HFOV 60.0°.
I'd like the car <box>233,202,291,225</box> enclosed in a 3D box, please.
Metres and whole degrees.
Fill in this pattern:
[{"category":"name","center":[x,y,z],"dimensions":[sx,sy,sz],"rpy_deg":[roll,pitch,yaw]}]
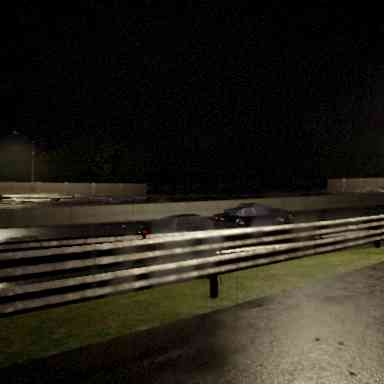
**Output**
[{"category":"car","center":[3.962,1.659,22.419],"dimensions":[5.357,1.411,2.033],"rpy_deg":[-2,1,-19]}]

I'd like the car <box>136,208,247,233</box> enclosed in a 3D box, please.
[{"category":"car","center":[-0.145,1.857,17.271],"dimensions":[5.357,1.411,2.033],"rpy_deg":[-2,1,-19]}]

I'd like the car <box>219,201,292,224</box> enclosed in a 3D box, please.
[{"category":"car","center":[5.053,1.543,26.504],"dimensions":[5.357,1.411,2.033],"rpy_deg":[-2,1,-19]}]
